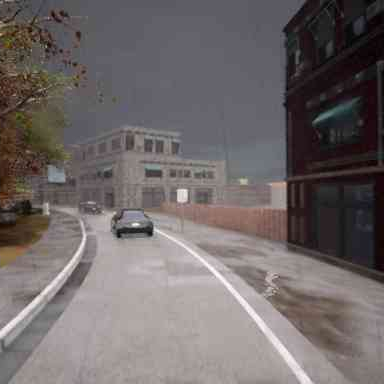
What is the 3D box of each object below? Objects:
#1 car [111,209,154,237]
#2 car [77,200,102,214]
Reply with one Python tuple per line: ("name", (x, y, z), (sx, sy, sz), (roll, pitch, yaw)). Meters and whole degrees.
("car", (-3.402, 1.604, 18.529), (1.994, 1.385, 4.181), (0, 0, -17))
("car", (-11.654, 1.675, 37.778), (1.812, 1.442, 4.674), (0, 0, -29))
